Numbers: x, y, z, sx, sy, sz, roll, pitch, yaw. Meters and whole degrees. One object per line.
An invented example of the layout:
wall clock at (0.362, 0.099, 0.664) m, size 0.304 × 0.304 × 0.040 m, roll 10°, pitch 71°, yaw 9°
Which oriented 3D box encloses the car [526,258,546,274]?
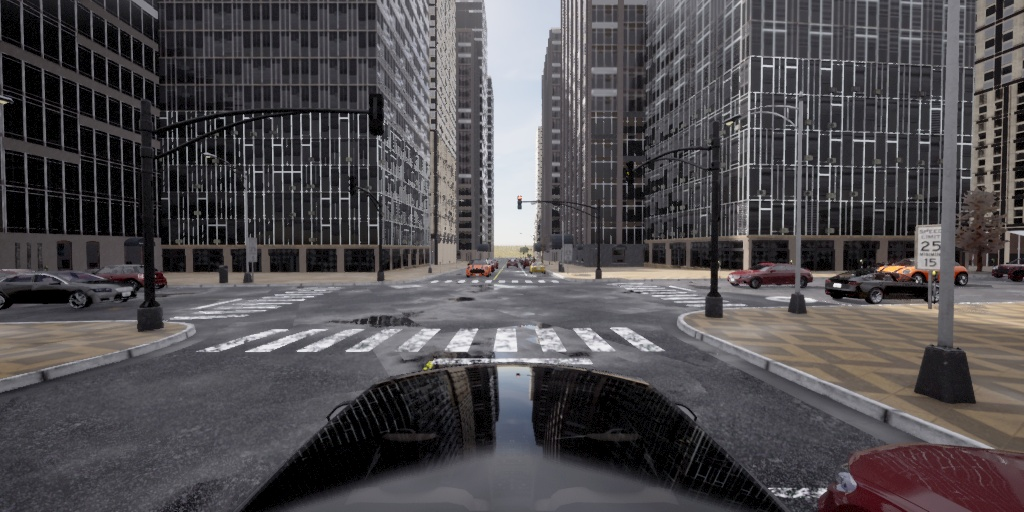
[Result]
car at (2.805, 1.254, 39.933) m, size 1.751 × 1.417 × 4.829 m, roll 0°, pitch 0°, yaw 0°

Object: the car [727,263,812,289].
car at (15.392, 1.135, 21.437) m, size 4.674 × 1.442 × 1.812 m, roll 0°, pitch 1°, yaw -5°

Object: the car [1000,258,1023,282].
car at (35.348, 0.845, 23.267) m, size 4.553 × 1.767 × 2.097 m, roll 0°, pitch 1°, yaw -5°

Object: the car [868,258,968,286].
car at (25.339, 0.904, 22.347) m, size 4.553 × 1.767 × 2.097 m, roll 0°, pitch 1°, yaw -5°

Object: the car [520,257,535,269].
car at (2.709, 1.028, 55.015) m, size 2.192 × 1.841 × 5.009 m, roll 0°, pitch 0°, yaw 0°

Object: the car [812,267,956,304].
car at (16.124, 1.293, 15.693) m, size 4.313 × 1.339 × 1.948 m, roll 0°, pitch 0°, yaw -5°

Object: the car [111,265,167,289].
car at (-22.579, 1.216, 20.528) m, size 4.097 × 1.591 × 1.967 m, roll 0°, pitch 0°, yaw -5°

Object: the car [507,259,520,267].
car at (0.075, 1.230, 62.155) m, size 1.812 × 1.442 × 4.674 m, roll 0°, pitch 0°, yaw 0°

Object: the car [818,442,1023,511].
car at (2.692, 1.333, 0.395) m, size 1.802 × 1.307 × 4.207 m, roll 0°, pitch 0°, yaw 0°

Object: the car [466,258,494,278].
car at (-3.112, 1.085, 34.279) m, size 2.097 × 1.767 × 4.553 m, roll 0°, pitch 0°, yaw 0°

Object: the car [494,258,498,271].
car at (-3.116, 1.203, 44.214) m, size 1.882 × 1.535 × 5.008 m, roll 0°, pitch 0°, yaw 0°

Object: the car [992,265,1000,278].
car at (37.693, 0.864, 26.110) m, size 4.097 × 1.591 × 1.967 m, roll 0°, pitch 0°, yaw -5°

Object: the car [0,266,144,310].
car at (-18.862, 1.369, 15.036) m, size 4.902 × 1.511 × 2.128 m, roll 0°, pitch 1°, yaw -5°
